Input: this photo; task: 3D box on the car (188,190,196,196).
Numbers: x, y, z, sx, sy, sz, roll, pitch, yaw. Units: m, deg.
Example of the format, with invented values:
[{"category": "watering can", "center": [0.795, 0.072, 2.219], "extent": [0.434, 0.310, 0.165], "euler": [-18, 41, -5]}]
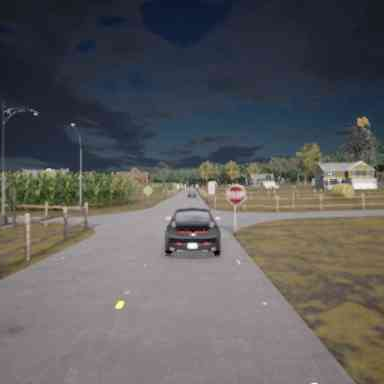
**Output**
[{"category": "car", "center": [-0.008, 0.181, 81.600], "extent": [2.033, 1.411, 5.357], "euler": [0, 1, 0]}]

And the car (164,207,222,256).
[{"category": "car", "center": [0.040, 1.337, 12.383], "extent": [1.837, 1.490, 4.892], "euler": [0, 1, 1]}]

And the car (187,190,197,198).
[{"category": "car", "center": [-0.007, 0.527, 71.596], "extent": [1.994, 1.385, 4.181], "euler": [0, 1, 0]}]
